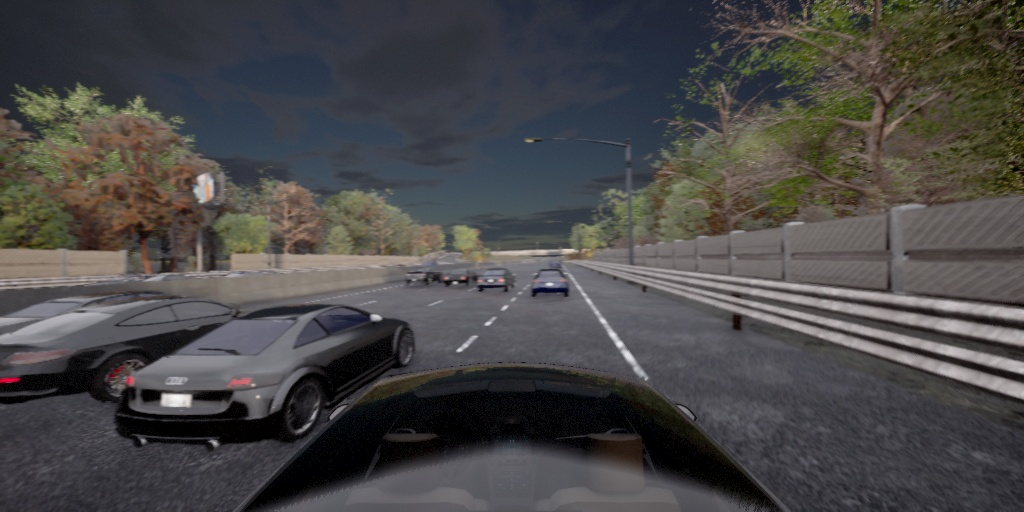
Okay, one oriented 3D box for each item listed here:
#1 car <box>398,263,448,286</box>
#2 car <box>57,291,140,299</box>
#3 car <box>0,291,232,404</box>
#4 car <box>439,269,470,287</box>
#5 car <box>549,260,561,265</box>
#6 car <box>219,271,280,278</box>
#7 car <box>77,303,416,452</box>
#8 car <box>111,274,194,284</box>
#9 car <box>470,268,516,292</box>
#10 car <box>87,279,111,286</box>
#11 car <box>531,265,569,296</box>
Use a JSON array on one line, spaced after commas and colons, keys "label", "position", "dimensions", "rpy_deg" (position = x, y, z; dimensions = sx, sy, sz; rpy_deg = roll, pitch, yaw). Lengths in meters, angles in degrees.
[{"label": "car", "position": [-7.130, 1.617, 29.581], "dimensions": [2.128, 1.511, 4.902], "rpy_deg": [-1, 0, 7]}, {"label": "car", "position": [-9.727, 1.585, 9.007], "dimensions": [2.033, 1.411, 5.357], "rpy_deg": [-1, 0, 7]}, {"label": "car", "position": [-6.484, 1.468, 6.748], "dimensions": [1.812, 1.442, 4.674], "rpy_deg": [-1, 0, 7]}, {"label": "car", "position": [-3.811, 1.634, 27.906], "dimensions": [1.895, 1.301, 4.718], "rpy_deg": [-1, 0, 7]}, {"label": "car", "position": [7.469, 1.398, 62.245], "dimensions": [2.097, 1.767, 4.553], "rpy_deg": [-1, -1, 7]}, {"label": "car", "position": [-18.386, 1.861, 25.787], "dimensions": [2.128, 1.511, 4.902], "rpy_deg": [-1, 0, 7]}, {"label": "car", "position": [-3.106, 1.416, 5.574], "dimensions": [1.994, 1.385, 4.181], "rpy_deg": [-1, 0, 7]}, {"label": "car", "position": [-25.402, 2.067, 26.144], "dimensions": [1.812, 1.442, 4.674], "rpy_deg": [-1, 0, 7]}, {"label": "car", "position": [-0.904, 1.474, 23.029], "dimensions": [2.033, 1.411, 5.357], "rpy_deg": [-1, 0, 7]}, {"label": "car", "position": [-28.793, 2.123, 27.148], "dimensions": [2.128, 1.511, 4.902], "rpy_deg": [-1, 0, 7]}, {"label": "car", "position": [2.137, 1.394, 19.973], "dimensions": [1.994, 1.385, 4.181], "rpy_deg": [-1, 0, 7]}]
